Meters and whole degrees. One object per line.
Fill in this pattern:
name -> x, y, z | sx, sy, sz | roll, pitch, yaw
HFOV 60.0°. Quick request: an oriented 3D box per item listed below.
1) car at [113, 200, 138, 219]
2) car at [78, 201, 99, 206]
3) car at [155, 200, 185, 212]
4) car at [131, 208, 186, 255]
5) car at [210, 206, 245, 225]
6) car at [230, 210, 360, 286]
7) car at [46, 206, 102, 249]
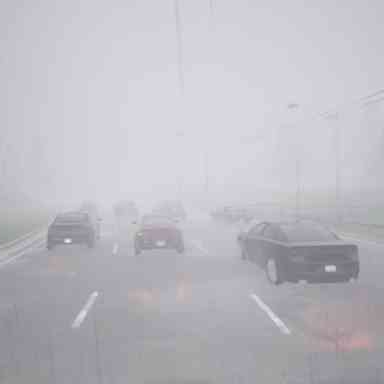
car -> -6.583, 1.593, 32.806 | 2.097, 1.767, 4.553 | 0, 0, -17
car -> -11.373, 1.805, 36.464 | 1.837, 1.490, 4.892 | 0, 0, -17
car -> -2.092, 1.543, 30.060 | 2.097, 1.767, 4.553 | 0, 0, -17
car -> -1.481, 1.618, 13.823 | 1.812, 1.442, 4.674 | 0, 0, -10
car -> 2.915, 1.729, 25.645 | 1.895, 1.301, 4.718 | 0, 0, -16
car -> 2.703, 1.514, 9.677 | 1.882, 1.535, 5.008 | 0, 0, -7
car -> -5.319, 1.636, 15.294 | 1.837, 1.490, 4.892 | 0, 0, -12
